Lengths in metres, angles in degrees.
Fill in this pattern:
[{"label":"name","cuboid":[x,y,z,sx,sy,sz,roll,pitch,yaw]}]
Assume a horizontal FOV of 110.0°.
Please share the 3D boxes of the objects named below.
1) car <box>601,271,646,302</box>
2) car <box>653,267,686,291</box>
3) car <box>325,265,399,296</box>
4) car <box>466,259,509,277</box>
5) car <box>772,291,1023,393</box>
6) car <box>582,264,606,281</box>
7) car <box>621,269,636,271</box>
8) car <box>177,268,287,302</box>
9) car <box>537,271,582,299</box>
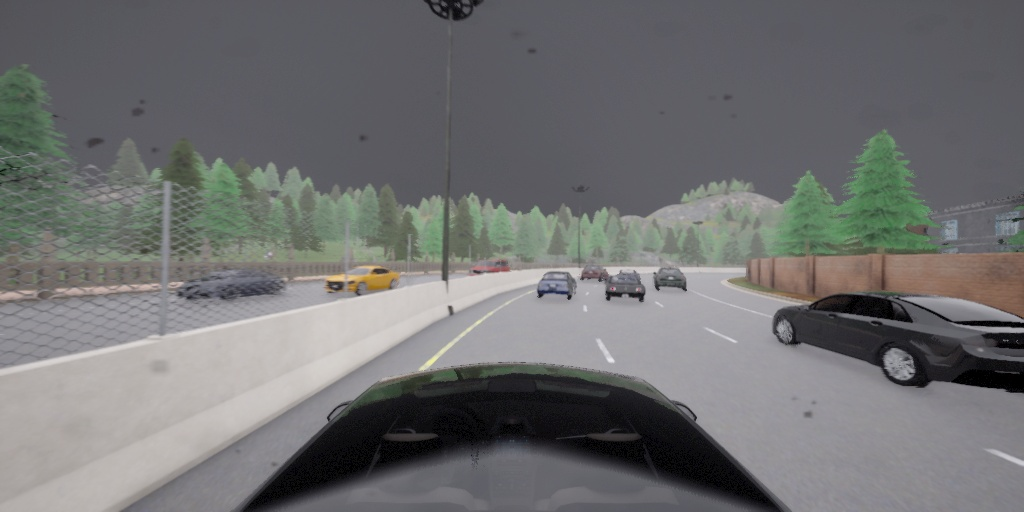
[{"label":"car","cuboid":[6.017,1.686,19.580,1.895,1.301,4.718,1,-1,13]},{"label":"car","cuboid":[12.103,1.656,27.748,2.097,1.767,4.553,1,-1,19]},{"label":"car","cuboid":[-8.298,1.293,20.327,1.882,1.535,5.008,1,-1,12]},{"label":"car","cuboid":[-1.911,1.290,30.679,2.150,2.045,5.566,1,-1,19]},{"label":"car","cuboid":[7.508,1.469,7.310,1.837,1.490,4.892,1,-1,5]},{"label":"car","cuboid":[8.880,1.722,38.339,2.097,1.767,4.553,1,-1,24]},{"label":"car","cuboid":[12.021,2.015,36.888,1.895,1.301,4.718,1,-1,24]},{"label":"car","cuboid":[-12.587,1.249,16.482,1.994,1.385,4.181,1,-1,10]},{"label":"car","cuboid":[2.640,1.578,20.475,2.033,1.411,5.357,1,-1,14]}]
